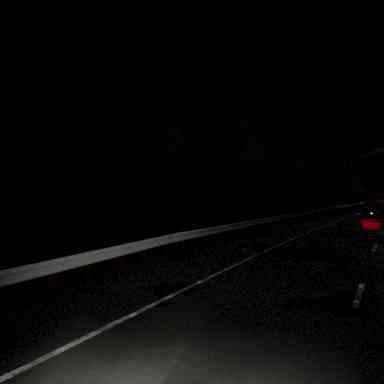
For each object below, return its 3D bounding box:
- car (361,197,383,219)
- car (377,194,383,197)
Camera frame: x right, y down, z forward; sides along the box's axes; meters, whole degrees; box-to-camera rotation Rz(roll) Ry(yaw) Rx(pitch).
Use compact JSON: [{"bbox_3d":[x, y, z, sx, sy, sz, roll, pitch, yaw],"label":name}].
[{"bbox_3d":[16.239,1.505,29.462,1.837,1.490,4.892,0,0,35],"label":"car"},{"bbox_3d":[22.346,1.221,37.962,2.150,2.045,5.566,0,0,36],"label":"car"}]
